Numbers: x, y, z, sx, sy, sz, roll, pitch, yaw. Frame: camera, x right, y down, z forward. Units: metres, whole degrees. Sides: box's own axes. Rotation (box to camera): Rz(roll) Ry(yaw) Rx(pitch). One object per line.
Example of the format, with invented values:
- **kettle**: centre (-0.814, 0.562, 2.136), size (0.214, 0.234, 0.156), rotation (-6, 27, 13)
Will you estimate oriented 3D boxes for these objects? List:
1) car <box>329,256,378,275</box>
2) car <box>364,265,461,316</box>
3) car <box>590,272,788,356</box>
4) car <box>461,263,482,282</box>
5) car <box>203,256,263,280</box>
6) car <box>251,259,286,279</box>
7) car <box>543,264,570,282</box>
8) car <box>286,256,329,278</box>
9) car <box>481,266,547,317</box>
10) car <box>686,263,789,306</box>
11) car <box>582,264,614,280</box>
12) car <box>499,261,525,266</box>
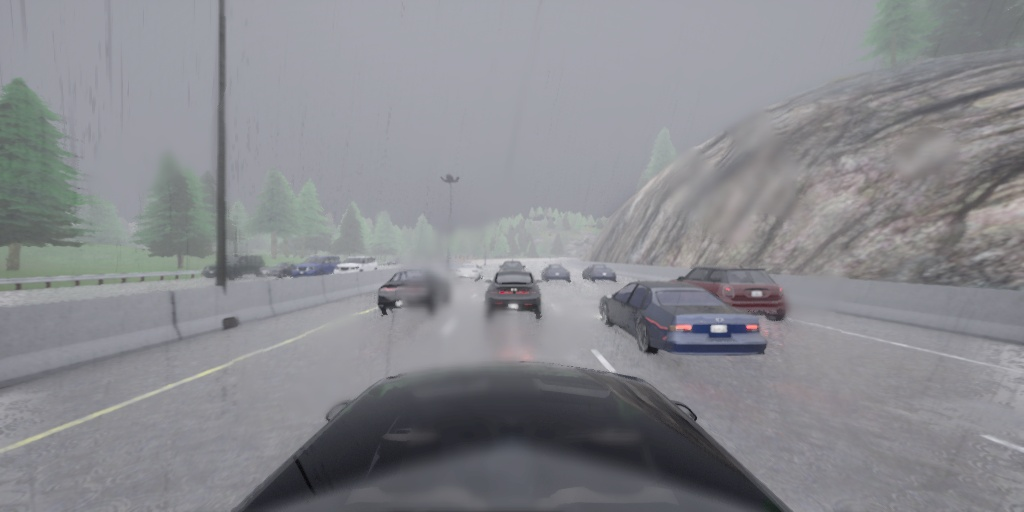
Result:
- **car**: centre (-14.180, 1.033, 33.045), size (2.150, 2.045, 5.566), rotation (0, 0, 0)
- **car**: centre (-3.436, 1.262, 13.469), size (2.128, 1.511, 4.902), rotation (0, 0, 0)
- **car**: centre (3.570, 1.304, 8.698), size (2.033, 1.411, 5.357), rotation (0, 0, 0)
- **car**: centre (-3.489, 1.320, 29.791), size (1.812, 1.442, 4.674), rotation (0, 0, 0)
- **car**: centre (-24.677, 1.042, 32.289), size (2.150, 2.045, 5.566), rotation (0, 0, 0)
- **car**: centre (-21.177, 1.313, 33.291), size (2.128, 1.511, 4.902), rotation (0, 0, 0)
- **car**: centre (3.522, 1.349, 29.299), size (1.994, 1.385, 4.181), rotation (0, 0, 0)
- **car**: centre (-17.679, 1.036, 32.897), size (2.150, 2.045, 5.566), rotation (0, 0, 0)
- **car**: centre (0.065, 1.272, 13.196), size (1.837, 1.490, 4.892), rotation (0, 0, 0)
- **car**: centre (7.065, 1.108, 12.469), size (2.097, 1.767, 4.553), rotation (0, 0, 0)
- **car**: centre (7.022, 1.345, 29.224), size (1.994, 1.385, 4.181), rotation (0, 0, 0)
- **car**: centre (0.023, 1.140, 28.495), size (2.097, 1.767, 4.553), rotation (0, 0, 0)
